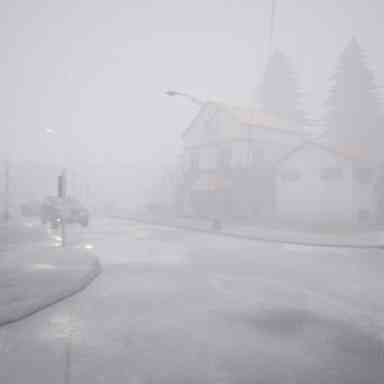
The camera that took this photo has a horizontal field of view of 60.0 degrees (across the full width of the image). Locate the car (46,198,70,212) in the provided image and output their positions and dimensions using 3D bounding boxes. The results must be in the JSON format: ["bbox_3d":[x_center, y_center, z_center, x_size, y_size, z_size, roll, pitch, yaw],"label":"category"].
[{"bbox_3d":[-16.668,1.581,41.195,1.882,1.535,5.008,1,0,-33],"label":"car"}]

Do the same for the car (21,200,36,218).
[{"bbox_3d":[-14.748,1.565,31.157,1.837,1.490,4.892,1,0,-35],"label":"car"}]

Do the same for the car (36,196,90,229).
[{"bbox_3d":[-8.781,1.282,22.735,2.150,2.045,5.566,1,0,-35],"label":"car"}]
